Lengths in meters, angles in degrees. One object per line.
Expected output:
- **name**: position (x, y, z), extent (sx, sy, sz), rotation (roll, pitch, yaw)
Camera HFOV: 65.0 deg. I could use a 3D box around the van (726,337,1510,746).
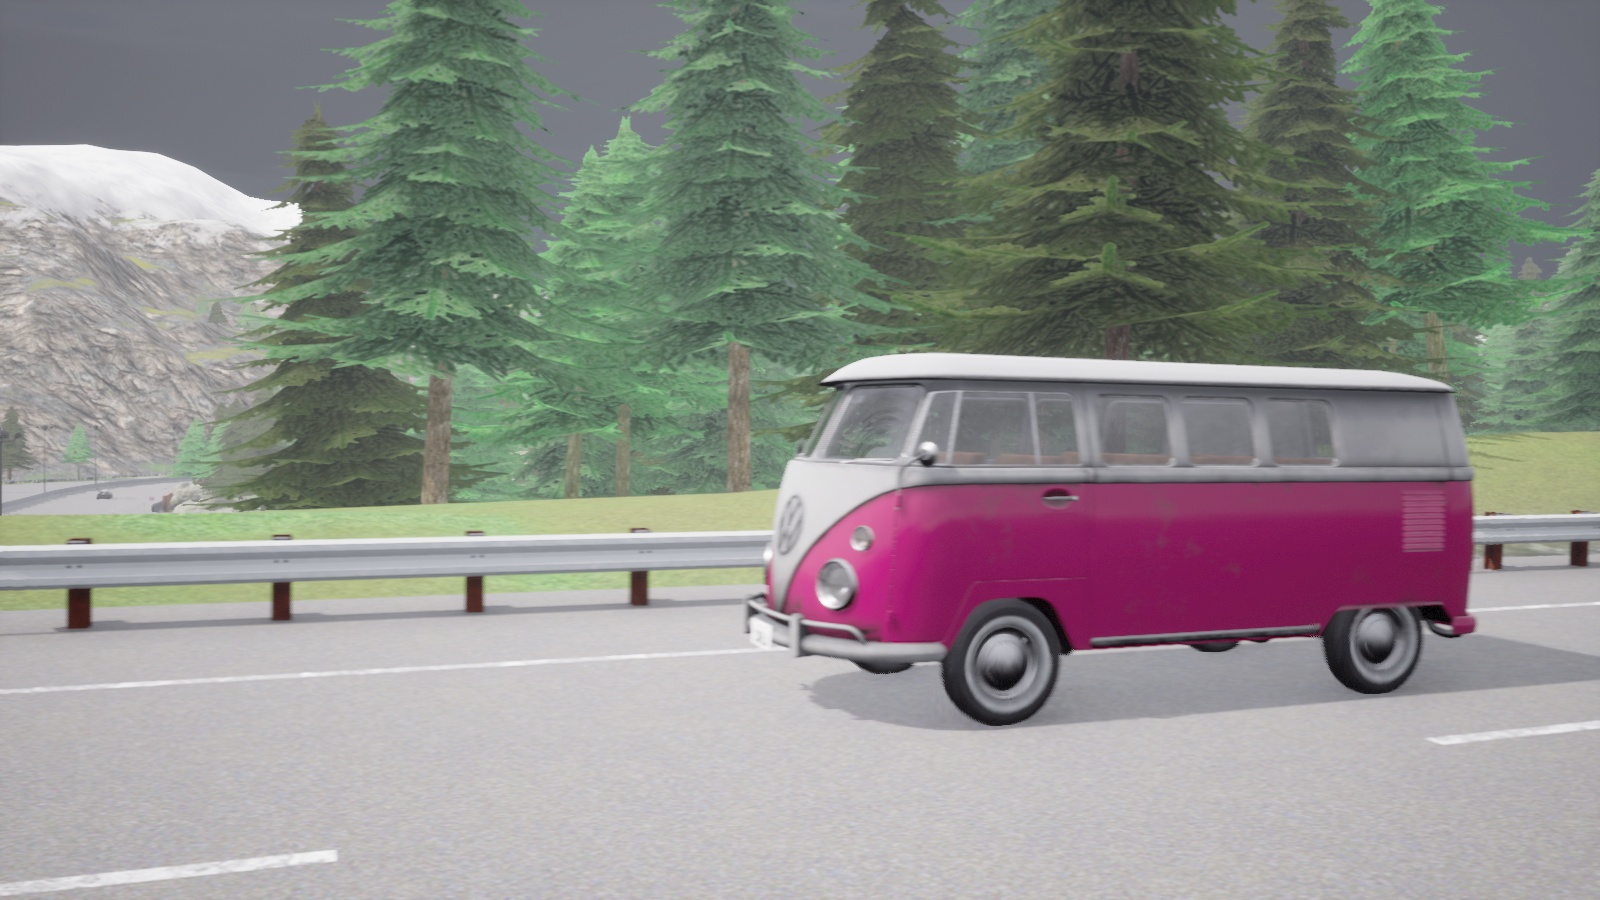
- **van**: position (1.947, 0.402, 7.719), extent (4.442, 1.987, 1.775), rotation (-1, 1, -21)
